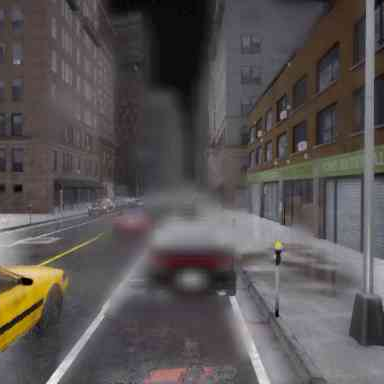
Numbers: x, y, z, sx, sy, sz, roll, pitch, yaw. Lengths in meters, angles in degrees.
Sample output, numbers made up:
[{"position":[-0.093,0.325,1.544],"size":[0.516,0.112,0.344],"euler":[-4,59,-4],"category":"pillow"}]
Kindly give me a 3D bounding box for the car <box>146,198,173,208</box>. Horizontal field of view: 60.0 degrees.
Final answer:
[{"position":[-3.099,1.351,33.783],"size":[2.097,1.767,4.553],"euler":[0,0,1],"category":"car"}]

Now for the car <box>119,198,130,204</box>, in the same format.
[{"position":[-8.918,1.567,38.589],"size":[1.947,1.339,4.313],"euler":[-1,0,0],"category":"car"}]

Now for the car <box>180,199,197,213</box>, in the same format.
[{"position":[-0.393,1.546,38.589],"size":[1.887,1.381,4.507],"euler":[-1,0,0],"category":"car"}]

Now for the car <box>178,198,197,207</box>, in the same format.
[{"position":[-0.393,1.565,33.084],"size":[1.947,1.339,4.313],"euler":[-1,0,0],"category":"car"}]

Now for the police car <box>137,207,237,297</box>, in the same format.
[{"position":[-0.011,1.423,8.761],"size":[1.930,1.638,5.238],"euler":[0,0,0],"category":"police car"}]

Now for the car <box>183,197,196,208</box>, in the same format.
[{"position":[-0.393,1.550,49.600],"size":[1.887,1.381,4.507],"euler":[-1,0,0],"category":"car"}]

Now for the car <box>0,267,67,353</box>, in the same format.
[{"position":[-3.145,1.454,3.895],"size":[1.801,1.575,5.366],"euler":[0,0,0],"category":"car"}]

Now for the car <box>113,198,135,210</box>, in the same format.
[{"position":[-8.918,1.554,44.095],"size":[2.008,1.369,4.403],"euler":[-1,0,0],"category":"car"}]

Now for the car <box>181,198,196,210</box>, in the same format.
[{"position":[-0.393,1.548,44.094],"size":[1.887,1.381,4.507],"euler":[-1,0,0],"category":"car"}]

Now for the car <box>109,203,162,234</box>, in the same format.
[{"position":[-3.097,1.562,19.044],"size":[1.994,1.385,4.181],"euler":[0,0,1],"category":"car"}]

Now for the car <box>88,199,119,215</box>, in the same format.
[{"position":[-8.920,1.439,33.084],"size":[1.967,1.590,4.097],"euler":[-1,0,0],"category":"car"}]

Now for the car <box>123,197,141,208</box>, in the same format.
[{"position":[-8.918,1.549,49.600],"size":[1.887,1.381,4.507],"euler":[-1,0,0],"category":"car"}]

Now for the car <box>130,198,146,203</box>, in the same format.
[{"position":[-6.191,1.494,42.686],"size":[2.128,1.511,4.902],"euler":[0,0,1],"category":"car"}]
